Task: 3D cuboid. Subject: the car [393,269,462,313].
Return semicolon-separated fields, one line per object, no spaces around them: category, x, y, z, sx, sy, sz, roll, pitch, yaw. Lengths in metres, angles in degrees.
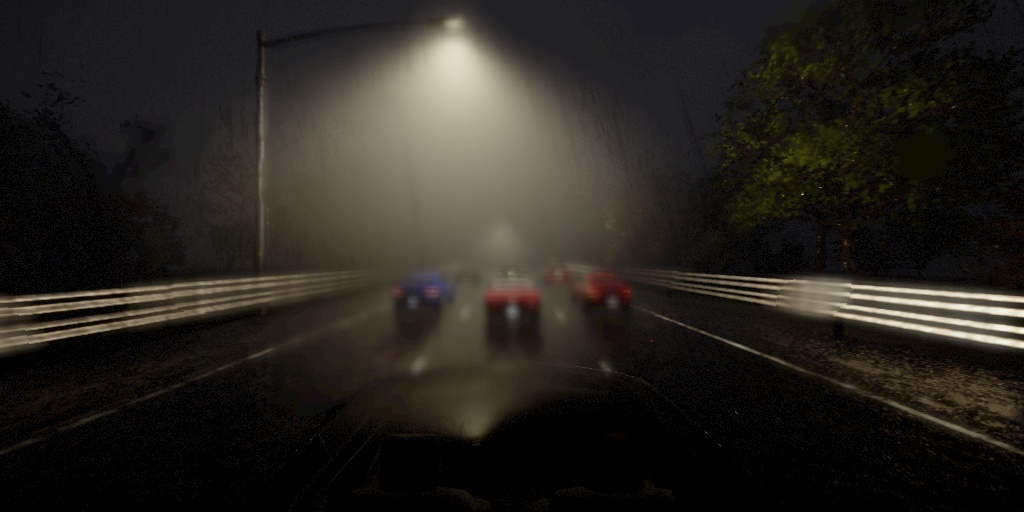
car;-3.451;1.441;14.837;1.812;1.442;4.674;0;0;0

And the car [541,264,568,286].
car;3.541;1.449;29.051;2.097;1.767;4.553;0;-1;0

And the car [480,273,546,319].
car;0.041;1.500;13.551;1.895;1.301;4.718;0;-1;0

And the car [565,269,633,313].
car;3.547;1.441;14.843;1.812;1.442;4.674;0;0;0

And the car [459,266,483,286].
car;-3.459;1.590;29.152;2.128;1.511;4.902;0;-1;1

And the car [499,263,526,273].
car;0.042;1.449;29.063;2.097;1.767;4.553;0;-1;0
